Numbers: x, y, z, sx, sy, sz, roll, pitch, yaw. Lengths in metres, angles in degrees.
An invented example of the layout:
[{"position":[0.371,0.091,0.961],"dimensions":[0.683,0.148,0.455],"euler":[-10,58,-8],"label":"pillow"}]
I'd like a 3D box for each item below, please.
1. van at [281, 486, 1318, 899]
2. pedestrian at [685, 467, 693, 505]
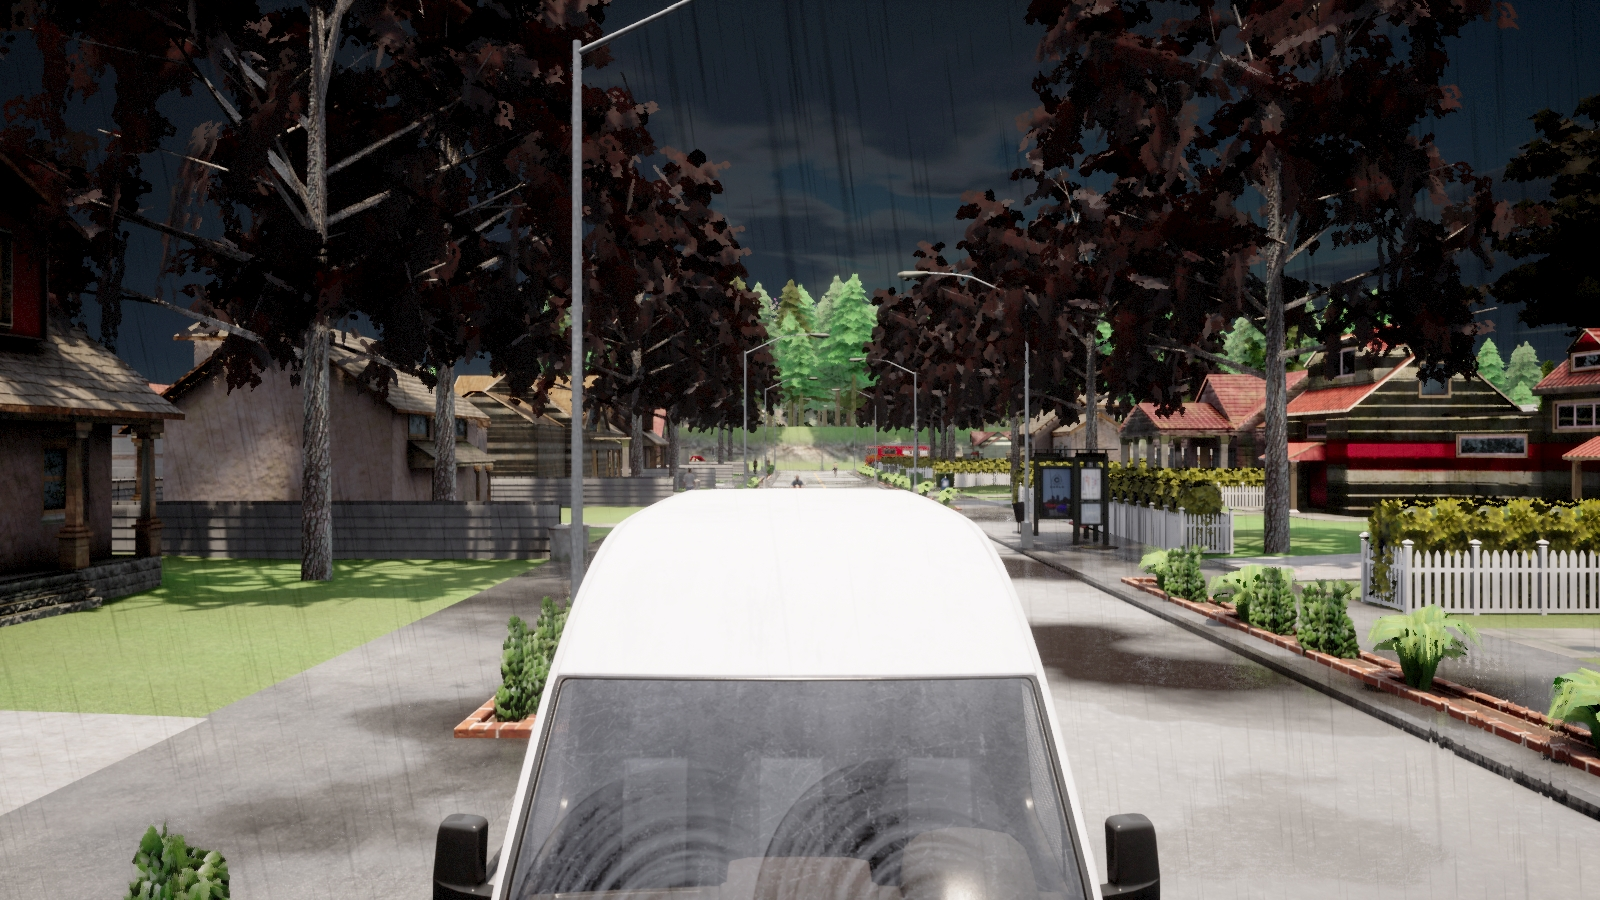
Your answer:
[{"position":[-0.006,1.534,5.149],"dimensions":[1.988,2.561,5.915],"euler":[0,0,0],"label":"van"},{"position":[-5.349,1.743,55.237],"dimensions":[0.375,1.860,0.375],"euler":[0,0,-4],"label":"pedestrian"}]
